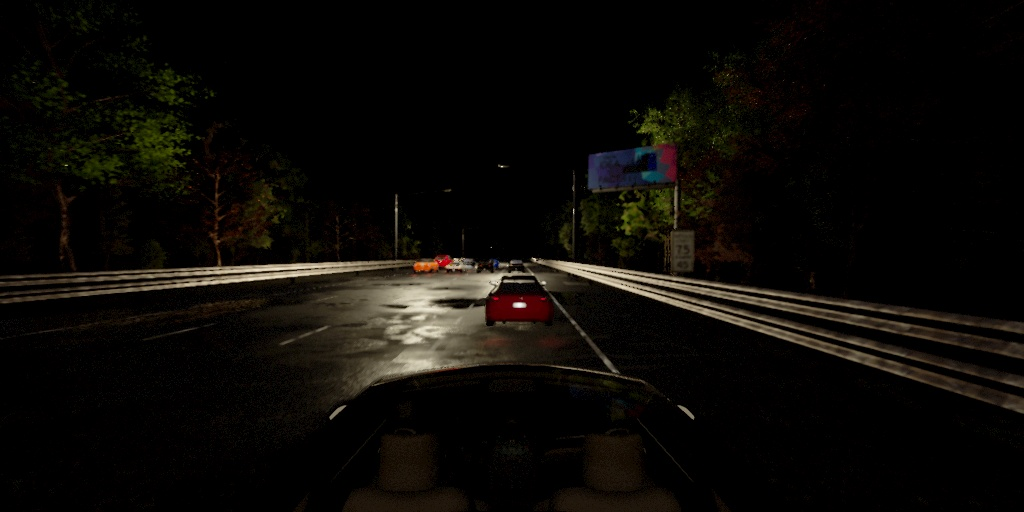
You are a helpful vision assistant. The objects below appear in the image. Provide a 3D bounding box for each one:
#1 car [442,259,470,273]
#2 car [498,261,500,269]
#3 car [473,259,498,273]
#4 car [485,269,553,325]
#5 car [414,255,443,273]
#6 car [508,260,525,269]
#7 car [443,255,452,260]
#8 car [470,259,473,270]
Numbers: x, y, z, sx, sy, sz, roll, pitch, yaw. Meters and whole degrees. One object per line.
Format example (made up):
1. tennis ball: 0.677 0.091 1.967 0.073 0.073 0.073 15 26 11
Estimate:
1. car: -6.483 1.312 42.175 1.895 1.301 4.718 0 0 1
2. car: -2.845 1.196 52.373 1.882 1.535 5.008 0 0 1
3. car: -2.989 1.222 41.682 1.837 1.490 4.892 0 0 1
4. car: 0.221 1.307 11.760 1.994 1.385 4.181 0 0 1
5. car: -9.983 1.057 42.162 2.097 1.767 4.553 0 0 1
6. car: 0.510 1.215 41.655 2.128 1.511 4.902 0 0 1
7. car: -9.848 0.927 52.230 2.150 2.045 5.566 0 0 1
8. car: -6.343 1.204 52.381 2.128 1.511 4.902 0 0 1
